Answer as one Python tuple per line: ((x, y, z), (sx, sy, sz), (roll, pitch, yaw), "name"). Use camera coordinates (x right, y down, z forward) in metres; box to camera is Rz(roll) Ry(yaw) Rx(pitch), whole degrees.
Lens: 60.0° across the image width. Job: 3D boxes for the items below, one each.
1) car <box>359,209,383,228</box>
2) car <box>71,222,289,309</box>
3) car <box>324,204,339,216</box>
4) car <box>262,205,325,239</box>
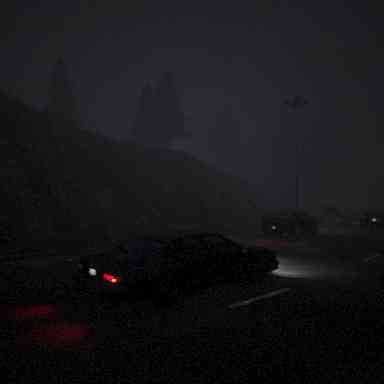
((13.835, 1.967, 25.099), (1.994, 1.385, 4.181), (0, -1, 31), "car")
((-0.079, 1.652, 8.189), (5.357, 1.411, 2.033), (1, -1, -42), "car")
((17.048, 2.151, 41.192), (1.812, 1.442, 4.674), (1, -1, 16), "car")
((5.873, 1.761, 19.497), (1.882, 1.535, 5.008), (0, 0, 39), "car")
